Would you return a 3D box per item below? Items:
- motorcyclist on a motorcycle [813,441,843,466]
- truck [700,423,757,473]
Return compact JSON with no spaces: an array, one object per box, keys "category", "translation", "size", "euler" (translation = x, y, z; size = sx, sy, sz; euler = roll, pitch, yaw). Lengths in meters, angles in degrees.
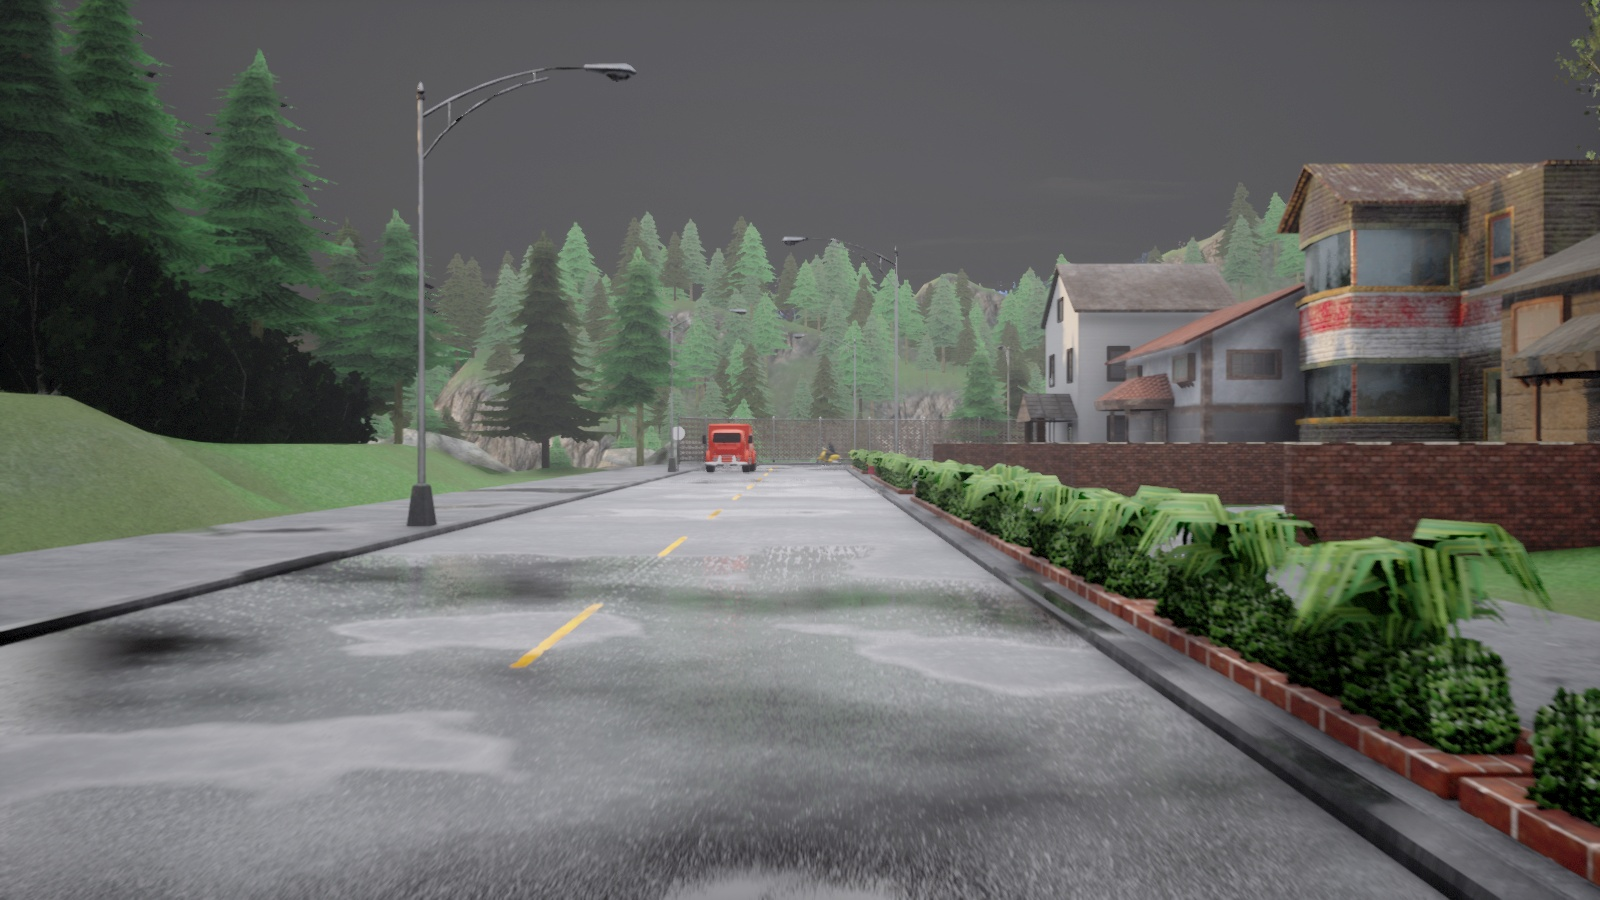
[{"category":"motorcyclist on a motorcycle","translation":[1.877,0.230,84.004],"size":[1.817,1.590,0.866],"euler":[0,2,-28]},{"category":"truck","translation":[-3.607,-0.105,64.262],"size":[2.627,2.467,5.204],"euler":[0,0,0]}]
